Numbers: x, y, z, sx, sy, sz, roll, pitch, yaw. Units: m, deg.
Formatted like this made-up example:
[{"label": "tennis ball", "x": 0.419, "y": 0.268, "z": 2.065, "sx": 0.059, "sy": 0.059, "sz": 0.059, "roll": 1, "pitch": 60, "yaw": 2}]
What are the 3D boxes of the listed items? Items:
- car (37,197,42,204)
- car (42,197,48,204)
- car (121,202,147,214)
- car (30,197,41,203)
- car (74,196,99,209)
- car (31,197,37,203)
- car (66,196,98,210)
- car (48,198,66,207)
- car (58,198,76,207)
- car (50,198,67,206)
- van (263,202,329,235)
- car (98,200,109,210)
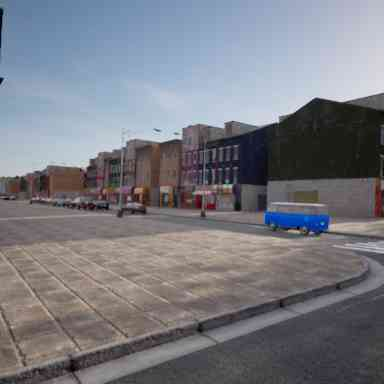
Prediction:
[{"label": "car", "x": -32.229, "y": 1.951, "z": 73.192, "sx": 1.802, "sy": 1.307, "sz": 4.206, "roll": 3, "pitch": -2, "yaw": -36}, {"label": "car", "x": -29.126, "y": 1.869, "z": 68.899, "sx": 1.752, "sy": 1.417, "sz": 4.829, "roll": 3, "pitch": -2, "yaw": -36}, {"label": "car", "x": -6.626, "y": 1.807, "z": 37.733, "sx": 1.802, "sy": 1.307, "sz": 4.206, "roll": 3, "pitch": -2, "yaw": -36}, {"label": "car", "x": -38.630, "y": 2.009, "z": 82.055, "sx": 1.802, "sy": 1.307, "sz": 4.206, "roll": 3, "pitch": -2, "yaw": -36}, {"label": "car", "x": -16.218, "y": 1.576, "z": 51.037, "sx": 2.192, "sy": 1.841, "sz": 5.009, "roll": 3, "pitch": -2, "yaw": -36}, {"label": "car", "x": -35.425, "y": 1.837, "z": 77.627, "sx": 1.967, "sy": 1.590, "sz": 4.097, "roll": 3, "pitch": -2, "yaw": -36}, {"label": "car", "x": -14.860, "y": 1.488, "z": 44.745, "sx": 2.097, "sy": 1.767, "sz": 4.553, "roll": 3, "pitch": -2, "yaw": -35}, {"label": "car", "x": -20.689, "y": 1.708, "z": 52.716, "sx": 2.033, "sy": 1.411, "sz": 5.357, "roll": 3, "pitch": -2, "yaw": -36}, {"label": "car", "x": -22.626, "y": 1.842, "z": 59.896, "sx": 1.887, "sy": 1.381, "sz": 4.507, "roll": 3, "pitch": -2, "yaw": -36}, {"label": "car", "x": -25.827, "y": 1.885, "z": 64.327, "sx": 1.947, "sy": 1.339, "sz": 4.313, "roll": 3, "pitch": -2, "yaw": -36}, {"label": "van", "x": 6.182, "y": 1.554, "z": 20.008, "sx": 1.690, "sy": 1.788, "sz": 3.998, "roll": 3, "pitch": -2, "yaw": -36}, {"label": "car", "x": -13.026, "y": 1.812, "z": 46.598, "sx": 1.947, "sy": 1.339, "sz": 4.313, "roll": 3, "pitch": -2, "yaw": -36}]
